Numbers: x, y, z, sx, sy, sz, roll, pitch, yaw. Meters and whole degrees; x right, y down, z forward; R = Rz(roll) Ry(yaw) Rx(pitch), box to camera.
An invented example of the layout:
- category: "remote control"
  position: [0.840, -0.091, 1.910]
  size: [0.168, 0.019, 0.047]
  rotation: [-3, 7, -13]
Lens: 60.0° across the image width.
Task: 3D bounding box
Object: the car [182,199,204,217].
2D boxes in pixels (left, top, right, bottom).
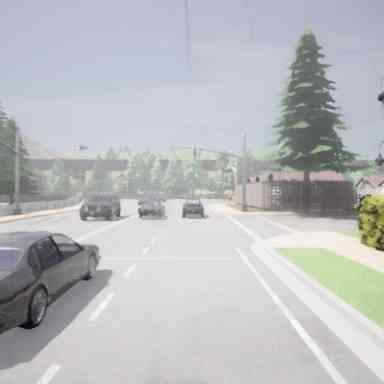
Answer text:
- category: "car"
  position: [0.104, 1.412, 30.309]
  size: [2.128, 1.511, 4.902]
  rotation: [0, 0, 0]

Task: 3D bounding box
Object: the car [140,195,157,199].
- category: "car"
  position: [-6.989, 1.416, 50.360]
  size: [2.033, 1.411, 5.357]
  rotation: [0, 0, 0]

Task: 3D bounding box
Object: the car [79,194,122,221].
- category: "car"
  position: [-7.093, 1.153, 26.387]
  size: [2.150, 2.045, 5.566]
  rotation: [0, 0, 0]

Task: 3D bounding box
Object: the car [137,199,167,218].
- category: "car"
  position: [-3.396, 1.525, 28.923]
  size: [1.895, 1.301, 4.718]
  rotation: [0, 0, 0]

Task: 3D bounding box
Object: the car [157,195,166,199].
- category: "car"
  position: [-6.735, 1.374, 66.362]
  size: [2.033, 1.411, 5.357]
  rotation: [0, 0, -27]

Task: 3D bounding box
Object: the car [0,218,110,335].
- category: "car"
  position: [-3.413, 1.529, 6.817]
  size: [2.033, 1.411, 5.357]
  rotation: [0, 0, 0]
